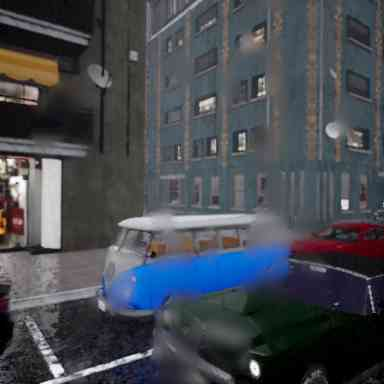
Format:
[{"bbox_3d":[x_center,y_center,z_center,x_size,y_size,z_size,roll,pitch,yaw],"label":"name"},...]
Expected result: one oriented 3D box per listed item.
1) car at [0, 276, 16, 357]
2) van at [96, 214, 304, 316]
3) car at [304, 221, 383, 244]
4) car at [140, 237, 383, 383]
[{"bbox_3d":[-4.271,1.557,3.505,4.313,1.339,1.947,0,0,-36],"label":"car"},{"bbox_3d":[0.228,1.364,6.713,3.998,1.788,1.690,0,0,-36],"label":"van"},{"bbox_3d":[4.722,1.599,9.921,4.507,1.381,1.887,0,0,-36],"label":"car"},{"bbox_3d":[1.864,1.624,4.710,4.718,1.301,1.895,0,0,-35],"label":"car"}]
